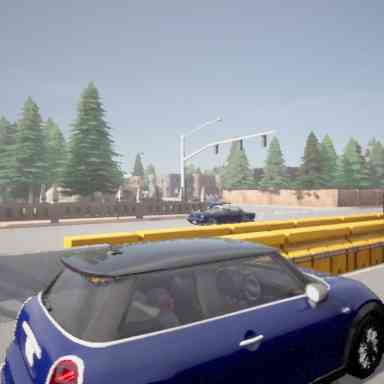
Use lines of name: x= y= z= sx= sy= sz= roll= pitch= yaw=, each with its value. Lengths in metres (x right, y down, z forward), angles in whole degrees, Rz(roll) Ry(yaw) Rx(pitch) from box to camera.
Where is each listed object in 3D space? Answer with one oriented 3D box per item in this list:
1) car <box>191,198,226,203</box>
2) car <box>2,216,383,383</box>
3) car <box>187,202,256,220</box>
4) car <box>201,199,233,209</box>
car: x=1.745 y=1.472 z=41.606 sx=1.882 sy=1.535 sz=5.008 roll=0 pitch=0 yaw=-35
car: x=0.380 y=1.351 z=4.002 sx=4.553 sy=1.767 sz=2.097 roll=0 pitch=0 yaw=-35
car: x=2.003 y=1.598 z=22.242 sx=4.718 sy=1.301 sz=1.895 roll=0 pitch=0 yaw=-35
car: x=3.336 y=1.594 z=45.407 sx=1.895 sy=1.301 sz=4.718 roll=0 pitch=0 yaw=-35
